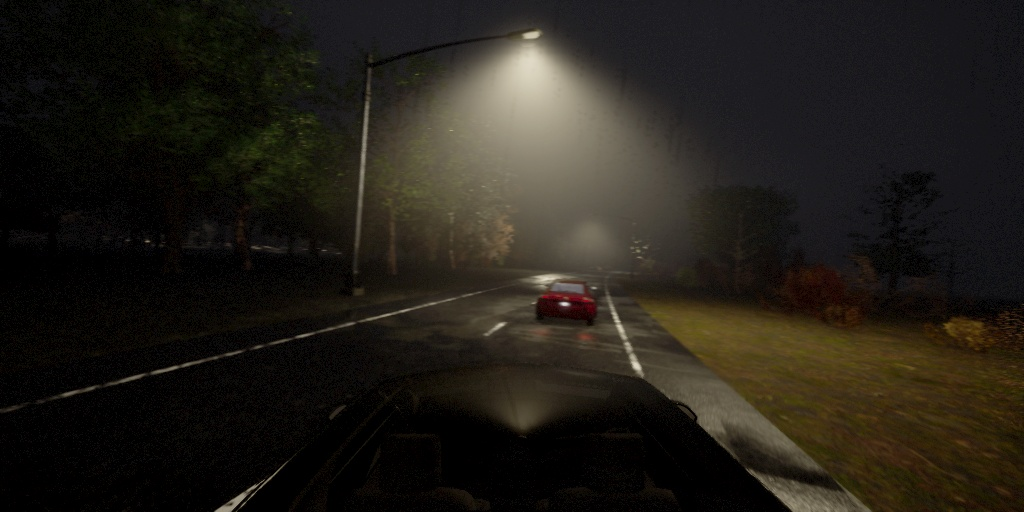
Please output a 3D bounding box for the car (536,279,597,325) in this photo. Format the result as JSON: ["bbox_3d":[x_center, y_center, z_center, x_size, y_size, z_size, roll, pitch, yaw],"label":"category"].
[{"bbox_3d":[2.127,1.546,13.318,1.994,1.385,4.181,4,0,13],"label":"car"}]
